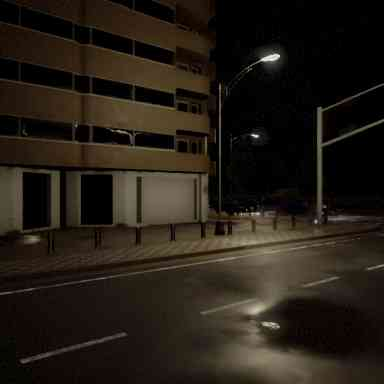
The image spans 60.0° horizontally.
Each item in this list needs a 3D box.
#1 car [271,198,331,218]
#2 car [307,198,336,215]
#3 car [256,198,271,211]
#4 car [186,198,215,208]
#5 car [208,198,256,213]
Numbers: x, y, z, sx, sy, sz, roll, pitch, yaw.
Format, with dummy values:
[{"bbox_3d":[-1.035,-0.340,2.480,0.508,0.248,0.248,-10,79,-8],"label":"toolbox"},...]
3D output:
[{"bbox_3d":[10.042,1.581,30.897,1.812,1.442,4.674,0,0,-37],"label":"car"},{"bbox_3d":[12.222,1.407,33.829,2.097,1.767,4.553,0,0,-36],"label":"car"},{"bbox_3d":[6.979,1.560,41.103,1.837,1.490,4.892,0,0,-36],"label":"car"},{"bbox_3d":[1.225,1.656,49.096,1.895,1.301,4.718,0,0,-36],"label":"car"},{"bbox_3d":[4.419,1.603,38.666,2.033,1.411,5.357,0,0,-36],"label":"car"}]
